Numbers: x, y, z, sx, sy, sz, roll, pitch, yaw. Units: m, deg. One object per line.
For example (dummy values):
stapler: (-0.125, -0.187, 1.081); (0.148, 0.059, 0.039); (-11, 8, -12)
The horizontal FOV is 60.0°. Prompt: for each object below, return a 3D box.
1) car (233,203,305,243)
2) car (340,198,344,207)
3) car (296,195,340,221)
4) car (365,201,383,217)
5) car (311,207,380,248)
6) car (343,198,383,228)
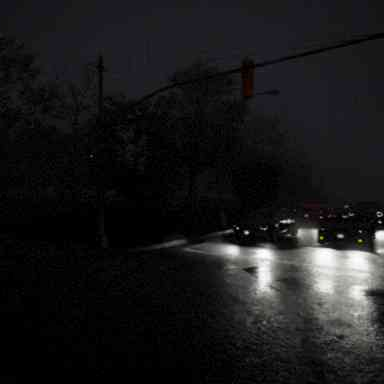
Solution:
car: (3.769, 1.520, 16.405); (1.837, 1.490, 4.892); (0, 0, 35)
car: (15.534, 1.400, 34.755); (2.097, 1.767, 4.553); (0, 0, 32)
car: (9.156, 1.240, 24.661); (2.150, 2.045, 5.566); (0, 0, 33)
car: (17.946, 1.600, 32.040); (1.994, 1.385, 4.181); (0, 0, 32)
car: (7.006, 1.572, 14.935); (1.994, 1.385, 4.181); (0, 0, 33)
car: (11.755, 1.362, 22.230); (2.097, 1.767, 4.553); (0, 0, 33)
